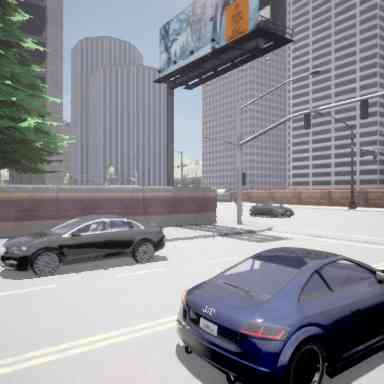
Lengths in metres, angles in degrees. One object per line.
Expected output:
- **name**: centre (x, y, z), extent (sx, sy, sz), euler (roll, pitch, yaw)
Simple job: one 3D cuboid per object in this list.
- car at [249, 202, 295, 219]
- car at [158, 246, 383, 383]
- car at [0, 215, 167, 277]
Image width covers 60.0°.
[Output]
- **car**: centre (6.981, 1.564, 29.355), extent (1.994, 1.385, 4.181), euler (0, 0, -31)
- **car**: centre (1.837, 1.564, 5.099), extent (4.181, 1.385, 1.994), euler (0, 0, -35)
- **car**: centre (-3.136, 1.491, 10.323), extent (4.902, 1.511, 2.128), euler (0, 0, -35)
